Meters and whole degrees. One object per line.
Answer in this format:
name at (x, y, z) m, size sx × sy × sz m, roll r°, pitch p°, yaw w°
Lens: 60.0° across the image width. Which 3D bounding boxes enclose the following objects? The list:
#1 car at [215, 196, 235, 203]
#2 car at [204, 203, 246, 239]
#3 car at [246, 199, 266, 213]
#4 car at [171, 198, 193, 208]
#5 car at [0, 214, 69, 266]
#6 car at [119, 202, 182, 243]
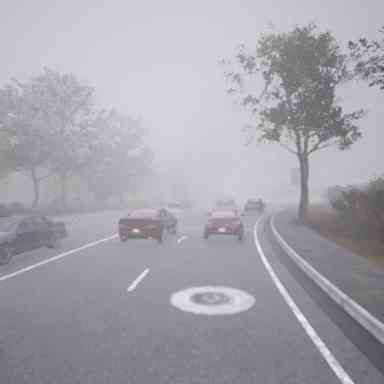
car at (5.127, 1.361, 51.430) m, size 2.097 × 1.767 × 4.553 m, roll 0°, pitch 0°, yaw 25°
car at (1.730, 1.533, 17.220) m, size 1.812 × 1.442 × 4.674 m, roll 0°, pitch 0°, yaw 9°
car at (7.268, 1.523, 37.895) m, size 2.128 × 1.511 × 4.902 m, roll 0°, pitch 0°, yaw 20°
car at (-1.509, 1.521, 44.997) m, size 2.033 × 1.411 × 5.357 m, roll 0°, pitch 0°, yaw 22°
car at (-6.334, 1.520, 11.756) m, size 2.033 × 1.411 × 5.357 m, roll 0°, pitch 0°, yaw 6°
car at (-1.974, 1.468, 16.294) m, size 1.882 × 1.535 × 5.008 m, roll 0°, pitch 0°, yaw 8°
